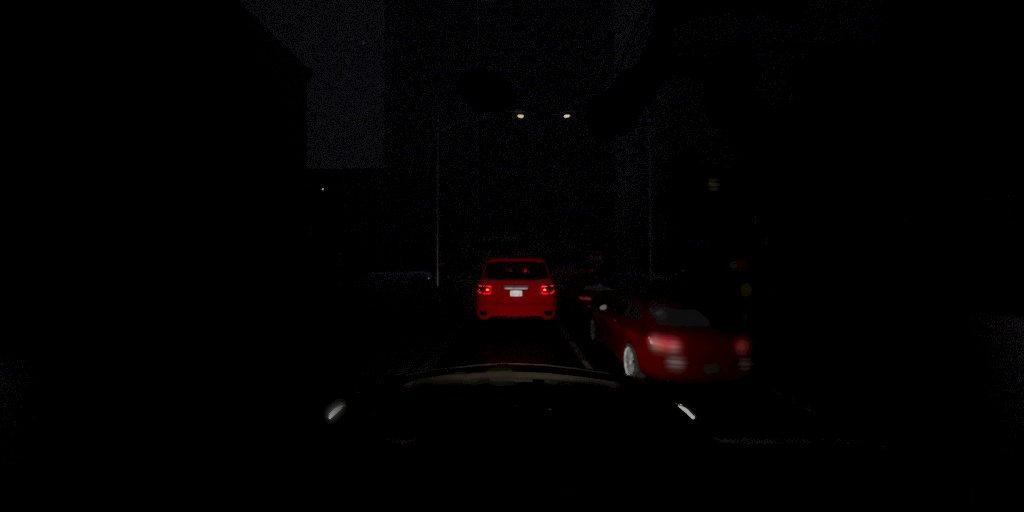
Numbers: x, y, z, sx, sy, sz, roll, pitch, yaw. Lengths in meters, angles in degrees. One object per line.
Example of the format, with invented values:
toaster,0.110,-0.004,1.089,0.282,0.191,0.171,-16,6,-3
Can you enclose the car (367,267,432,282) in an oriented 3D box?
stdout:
car,-8.843,1.496,28.503,4.718,1.301,1.895,-1,-1,0

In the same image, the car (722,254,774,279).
car,20.191,0.845,28.320,5.566,2.045,2.150,0,-1,0

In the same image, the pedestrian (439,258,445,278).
pedestrian,-6.743,1.145,34.356,0.375,1.860,0.375,0,-1,0

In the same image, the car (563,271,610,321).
car,2.663,1.367,12.247,1.802,1.307,4.207,0,0,0

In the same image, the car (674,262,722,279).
car,16.626,1.245,31.281,4.674,1.442,1.812,-1,-1,1

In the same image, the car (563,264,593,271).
car,4.993,1.389,31.359,4.181,1.385,1.994,0,-1,1

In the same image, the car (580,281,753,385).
car,2.648,1.348,6.808,1.802,1.307,4.207,0,0,0

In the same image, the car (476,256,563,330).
car,0.123,1.005,11.454,2.150,2.045,5.566,0,0,0
